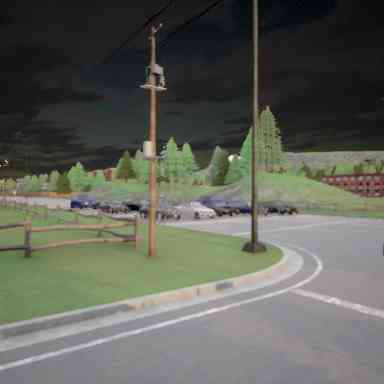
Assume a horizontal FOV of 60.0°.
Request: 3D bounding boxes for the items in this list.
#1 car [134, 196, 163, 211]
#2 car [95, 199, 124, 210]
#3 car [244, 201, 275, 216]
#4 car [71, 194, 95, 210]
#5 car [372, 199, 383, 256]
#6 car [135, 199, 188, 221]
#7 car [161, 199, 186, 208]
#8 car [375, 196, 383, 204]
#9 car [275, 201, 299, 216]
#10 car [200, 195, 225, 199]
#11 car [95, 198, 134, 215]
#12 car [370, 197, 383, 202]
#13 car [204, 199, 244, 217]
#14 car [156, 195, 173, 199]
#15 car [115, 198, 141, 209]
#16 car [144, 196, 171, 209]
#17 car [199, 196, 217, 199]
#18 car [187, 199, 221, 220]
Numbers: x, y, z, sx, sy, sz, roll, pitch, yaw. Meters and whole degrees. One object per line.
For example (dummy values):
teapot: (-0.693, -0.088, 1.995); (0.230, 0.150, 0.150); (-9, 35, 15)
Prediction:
car: (-5.653, 1.614, 38.249); (1.882, 1.535, 5.008); (0, 0, -35)
car: (-11.622, 1.698, 46.606); (2.033, 1.411, 5.357); (0, 0, -36)
car: (5.820, 1.684, 34.254); (1.812, 1.442, 4.674); (0, 0, -36)
car: (-14.612, 1.354, 44.770); (2.150, 2.045, 5.566); (0, 0, -36)
car: (7.804, 1.290, 10.084); (5.566, 2.045, 2.150); (0, 0, -40)
car: (-2.677, 1.610, 28.086); (1.837, 1.490, 4.892); (0, 0, -36)
car: (-2.913, 1.767, 52.554); (1.994, 1.385, 4.181); (0, 0, -35)
car: (42.706, 1.794, 72.826); (2.097, 1.767, 4.553); (0, 0, -17)
car: (8.862, 1.723, 36.020); (2.033, 1.411, 5.357); (0, 0, -36)
car: (2.941, 1.411, 44.315); (2.150, 2.045, 5.566); (0, 0, -36)
car: (-8.545, 1.623, 36.278); (1.837, 1.490, 4.892); (0, 0, -36)
car: (39.824, 1.895, 69.908); (1.882, 1.535, 5.008); (0, 0, -14)
car: (2.337, 1.690, 33.104); (2.033, 1.411, 5.357); (0, 0, -36)
car: (-3.614, 1.377, 41.421); (2.150, 2.045, 5.566); (0, 0, -35)
car: (-9.633, 1.648, 49.864); (1.882, 1.535, 5.008); (0, 0, -35)
car: (-5.238, 1.536, 49.748); (2.097, 1.767, 4.553); (0, 0, -35)
car: (0.395, 1.663, 41.834); (2.128, 1.511, 4.902); (0, 0, -36)
car: (0.213, 1.648, 30.061); (1.812, 1.442, 4.674); (0, 0, -36)
